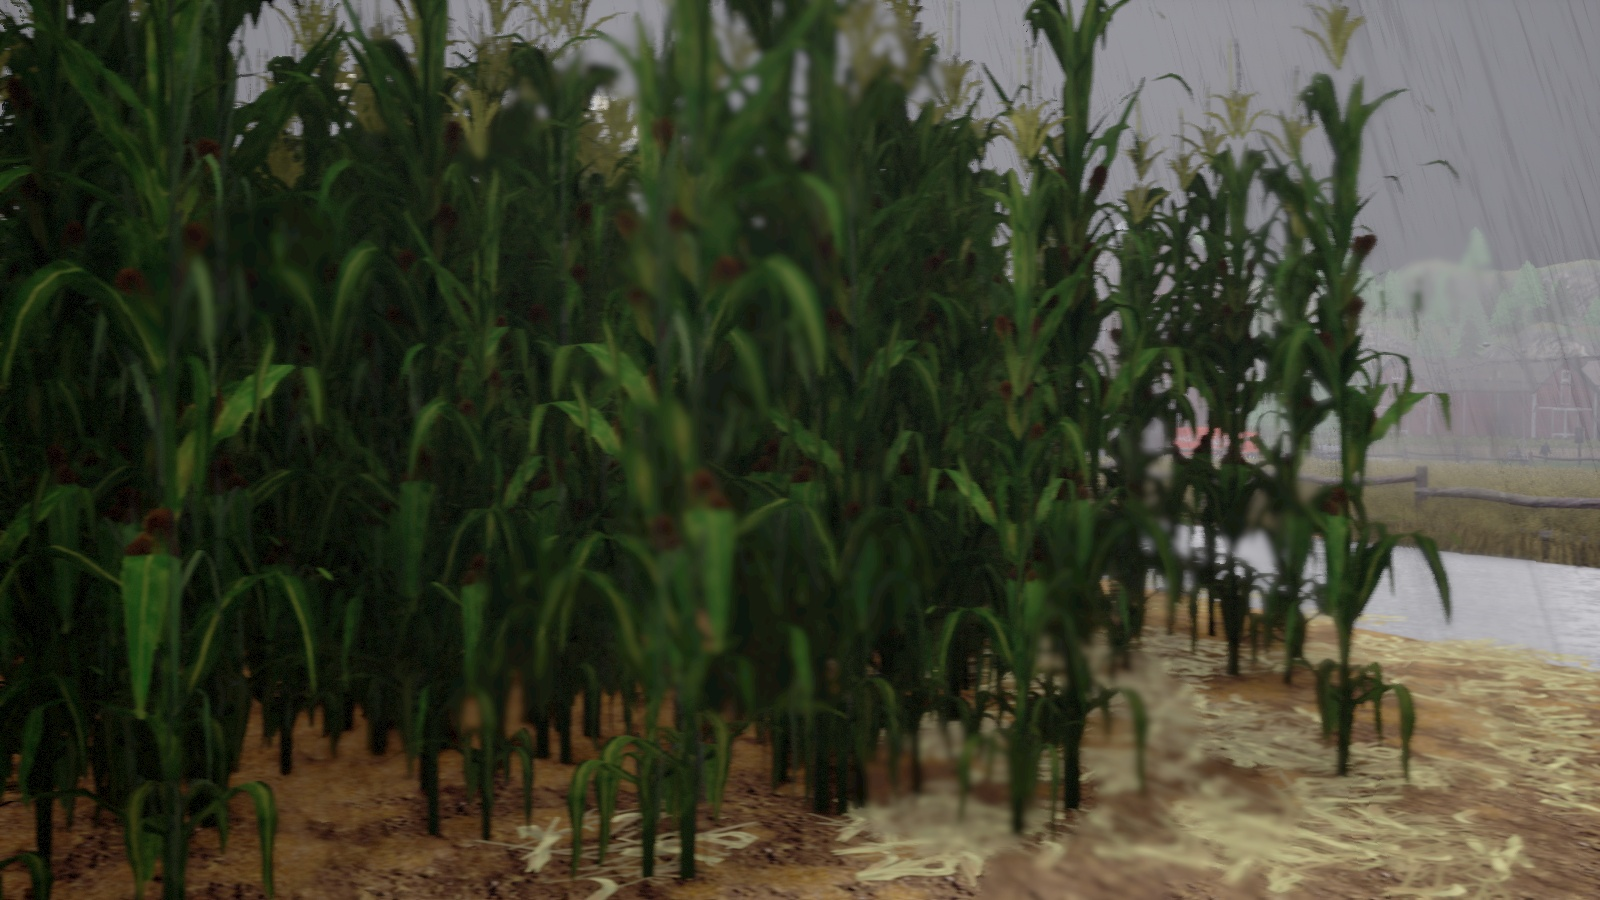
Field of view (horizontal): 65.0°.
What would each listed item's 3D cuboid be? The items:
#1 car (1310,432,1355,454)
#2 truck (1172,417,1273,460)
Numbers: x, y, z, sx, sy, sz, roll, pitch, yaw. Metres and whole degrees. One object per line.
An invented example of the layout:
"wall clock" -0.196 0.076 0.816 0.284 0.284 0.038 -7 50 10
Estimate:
"car" 37.898 -0.538 89.431 2.163 1.488 4.792 0 1 13
"truck" 25.263 -0.691 75.180 5.204 2.467 2.627 -1 1 -19
